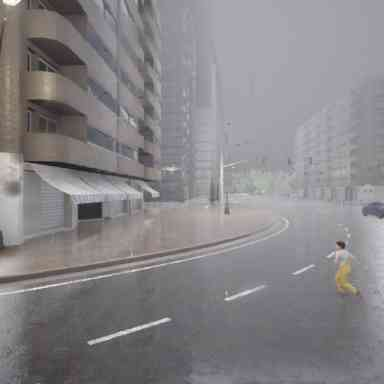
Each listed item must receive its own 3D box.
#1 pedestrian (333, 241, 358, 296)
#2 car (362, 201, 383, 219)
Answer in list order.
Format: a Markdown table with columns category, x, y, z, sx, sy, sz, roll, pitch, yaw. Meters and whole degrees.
| category | x | y | z | sx | sy | sz | roll | pitch | yaw |
| --- | --- | --- | --- | --- | --- | --- | --- | --- | --- |
| pedestrian | 3.246 | 1.574 | 7.118 | 0.375 | 1.300 | 0.375 | 0 | 0 | 43 |
| car | 16.850 | 1.526 | 29.439 | 1.812 | 1.442 | 4.674 | 0 | 0 | 3 |
